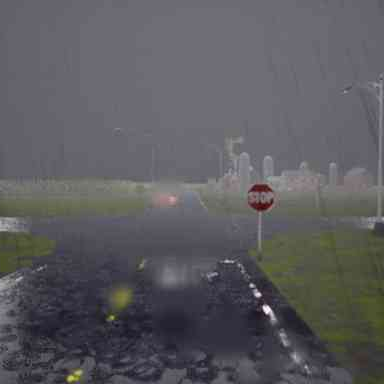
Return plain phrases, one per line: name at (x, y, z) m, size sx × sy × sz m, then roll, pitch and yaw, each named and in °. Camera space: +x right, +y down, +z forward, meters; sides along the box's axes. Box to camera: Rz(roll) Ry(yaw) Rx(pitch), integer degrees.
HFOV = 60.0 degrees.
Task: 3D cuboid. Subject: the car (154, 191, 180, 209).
car at (-2.534, 0.717, 34.170) m, size 2.097 × 1.767 × 4.553 m, roll 0°, pitch 1°, yaw 5°
